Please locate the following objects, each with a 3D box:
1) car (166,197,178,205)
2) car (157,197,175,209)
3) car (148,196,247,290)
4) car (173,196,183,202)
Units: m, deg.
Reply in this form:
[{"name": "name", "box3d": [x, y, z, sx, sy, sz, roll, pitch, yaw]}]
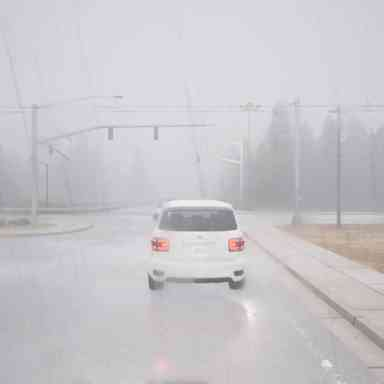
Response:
[{"name": "car", "box3d": [-3.539, 1.563, 59.343, 1.994, 1.385, 4.181, 0, 0, 1]}, {"name": "car", "box3d": [-3.589, 1.490, 46.178, 2.128, 1.511, 4.902, 0, 0, 0]}, {"name": "car", "box3d": [0.066, 1.218, 9.220, 2.150, 2.045, 5.566, 0, 0, -2]}, {"name": "car", "box3d": [-3.188, 1.534, 75.059, 1.994, 1.385, 4.181, 0, 0, 2]}]
